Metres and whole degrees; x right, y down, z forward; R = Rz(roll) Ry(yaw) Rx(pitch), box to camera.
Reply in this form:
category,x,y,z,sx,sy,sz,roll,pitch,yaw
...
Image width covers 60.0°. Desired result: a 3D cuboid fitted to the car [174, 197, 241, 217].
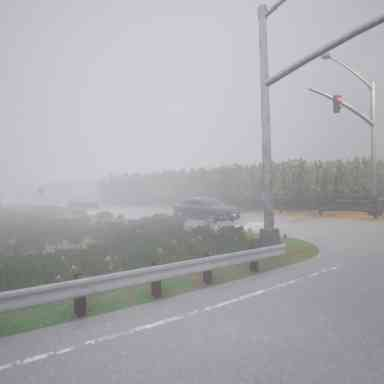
category,x,y,z,sx,sy,sz,roll,pitch,yaw
car,0.810,1.083,20.557,1.837,1.490,4.892,-3,2,-41

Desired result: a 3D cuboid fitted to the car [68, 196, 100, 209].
category,x,y,z,sx,sy,sz,roll,pitch,yaw
car,-11.406,1.126,34.891,1.882,1.535,5.008,-3,2,-40
